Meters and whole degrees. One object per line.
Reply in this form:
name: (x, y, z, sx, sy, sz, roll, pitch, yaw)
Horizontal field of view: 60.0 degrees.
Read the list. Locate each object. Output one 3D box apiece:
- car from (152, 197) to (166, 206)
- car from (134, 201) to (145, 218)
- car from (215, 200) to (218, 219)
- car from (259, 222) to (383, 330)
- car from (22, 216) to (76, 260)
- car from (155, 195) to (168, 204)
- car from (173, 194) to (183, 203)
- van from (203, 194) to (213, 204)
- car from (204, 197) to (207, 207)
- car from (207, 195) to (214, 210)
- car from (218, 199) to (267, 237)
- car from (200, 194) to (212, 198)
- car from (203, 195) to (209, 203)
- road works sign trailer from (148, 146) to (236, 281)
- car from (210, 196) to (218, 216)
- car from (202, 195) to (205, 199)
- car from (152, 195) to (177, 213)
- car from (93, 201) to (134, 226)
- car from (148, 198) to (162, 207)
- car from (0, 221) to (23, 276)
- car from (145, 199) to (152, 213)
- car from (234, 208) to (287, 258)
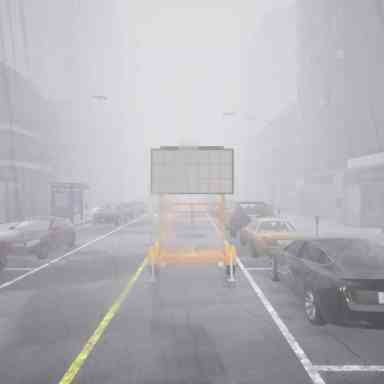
car: (-5.623, 1.558, 56.597, 1.947, 1.339, 4.313, 0, 0, 0)
car: (-5.646, 1.562, 28.971, 1.947, 1.339, 4.313, 0, 0, 0)
car: (2.876, 1.523, 23.625, 1.752, 1.417, 4.829, 0, 0, 0)
car: (2.862, 1.565, 6.884, 1.947, 1.339, 4.313, 0, 0, 0)
car: (-5.660, 1.581, 12.396, 1.802, 1.307, 4.206, 0, 0, 0)
car: (-5.618, 1.431, 62.122, 1.967, 1.590, 4.097, 0, 0, 0)
car: (-2.946, 1.468, 68.397, 1.882, 1.535, 5.008, 0, 0, 0)
van: (2.908, 1.332, 62.120, 1.690, 1.788, 3.998, 0, 0, 0)
car: (2.889, 1.545, 40.026, 2.008, 1.369, 4.403, 0, 0, 0)
car: (2.885, 1.435, 34.502, 1.967, 1.590, 4.097, 0, 0, 0)
car: (2.871, 1.313, 17.931, 2.192, 1.841, 5.009, 0, 0, 0)
car: (2.903, 1.307, 56.597, 2.192, 1.841, 5.009, 0, 0, 0)
car: (2.894, 1.544, 45.549, 2.008, 1.369, 4.403, 0, 0, 0)
road works sign trailer: (0.006, 0.464, 9.790, 2.380, 3.560, 2.880, 0, 0, 0)
car: (2.880, 1.436, 28.979, 1.967, 1.590, 4.097, 0, 0, 0)
car: (2.898, 1.559, 51.073, 1.947, 1.339, 4.313, 0, 0, 0)
car: (-3.072, 1.472, 37.132, 1.882, 1.535, 5.008, 0, 0, 0)
car: (-5.650, 1.542, 23.447, 1.887, 1.381, 4.507, 0, 0, 0)
car: (-5.627, 1.575, 51.072, 1.802, 1.307, 4.206, 0, 0, 0)
car: (-5.664, 1.544, 6.872, 1.887, 1.381, 4.507, 0, 0, 0)
car: (-5.641, 1.561, 34.497, 1.947, 1.339, 4.313, 0, 0, 0)
car: (2.867, 1.524, 12.578, 1.752, 1.417, 4.829, 0, 0, 0)
